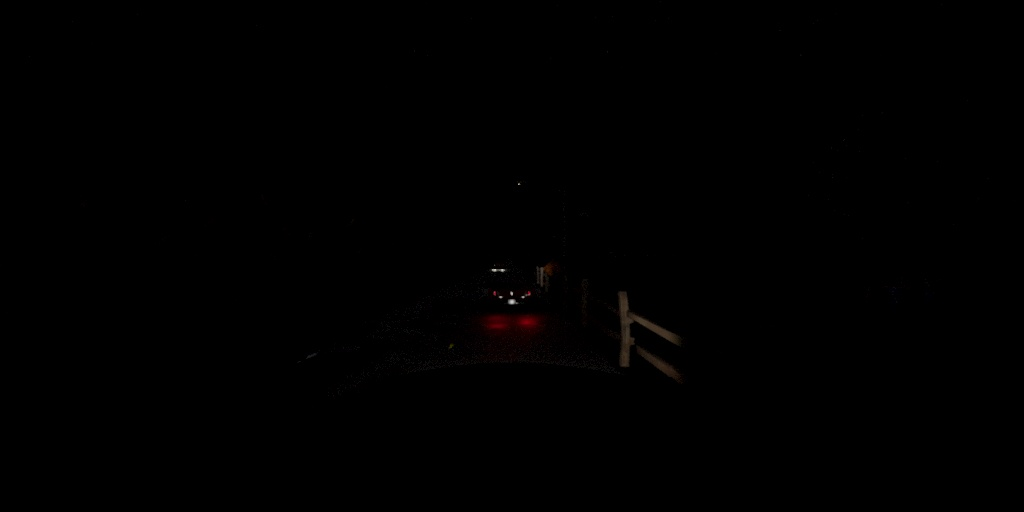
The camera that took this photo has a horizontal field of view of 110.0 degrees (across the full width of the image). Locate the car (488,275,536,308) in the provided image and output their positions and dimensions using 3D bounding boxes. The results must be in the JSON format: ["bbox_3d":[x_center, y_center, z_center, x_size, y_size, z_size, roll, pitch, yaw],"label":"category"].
[{"bbox_3d":[-0.002,1.479,15.963,1.895,1.301,4.718,0,0,0],"label":"car"}]

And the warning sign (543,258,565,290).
[{"bbox_3d":[2.445,1.040,21.124,1.300,1.860,1.060,0,0,0],"label":"warning sign"}]
